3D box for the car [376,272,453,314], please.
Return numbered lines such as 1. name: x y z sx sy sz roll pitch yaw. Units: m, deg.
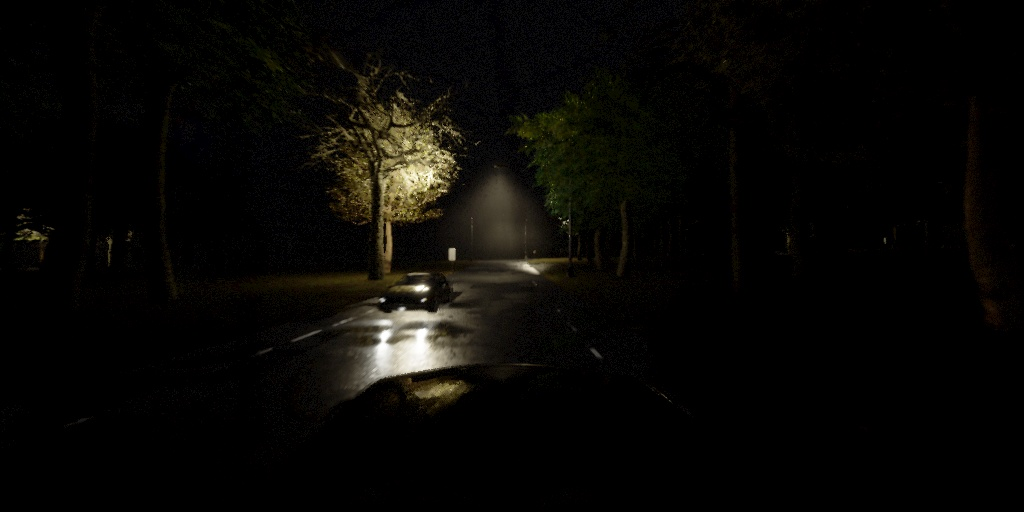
1. car: -3.602 1.367 14.387 2.033 1.411 5.357 0 0 0
